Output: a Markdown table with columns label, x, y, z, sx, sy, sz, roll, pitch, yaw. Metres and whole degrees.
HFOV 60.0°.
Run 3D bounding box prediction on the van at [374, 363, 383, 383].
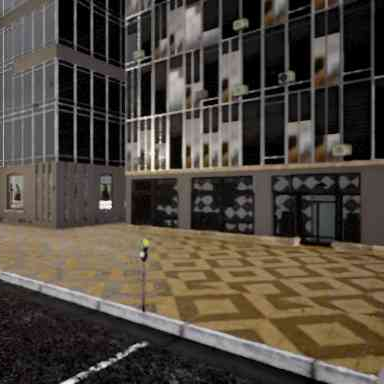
| label | x | y | z | sx | sy | sz | roll | pitch | yaw |
| --- | --- | --- | --- | --- | --- | --- | --- | --- | --- |
| van | 2.704 | 1.341 | 0.945 | 3.998 | 1.788 | 1.690 | 0 | 0 | 35 |
